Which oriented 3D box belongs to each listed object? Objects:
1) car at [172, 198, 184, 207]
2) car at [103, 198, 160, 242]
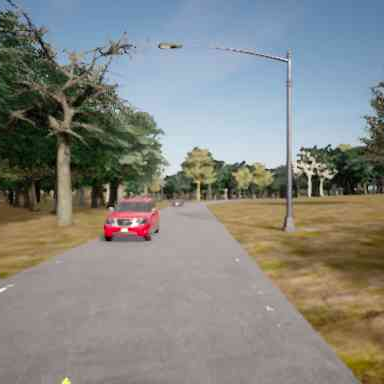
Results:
[{"bbox_3d":[-2.475,1.912,59.196,2.128,1.511,4.902,0,0,1],"label":"car"},{"bbox_3d":[-2.954,1.335,17.425,2.150,2.045,5.566,0,0,1],"label":"car"}]
